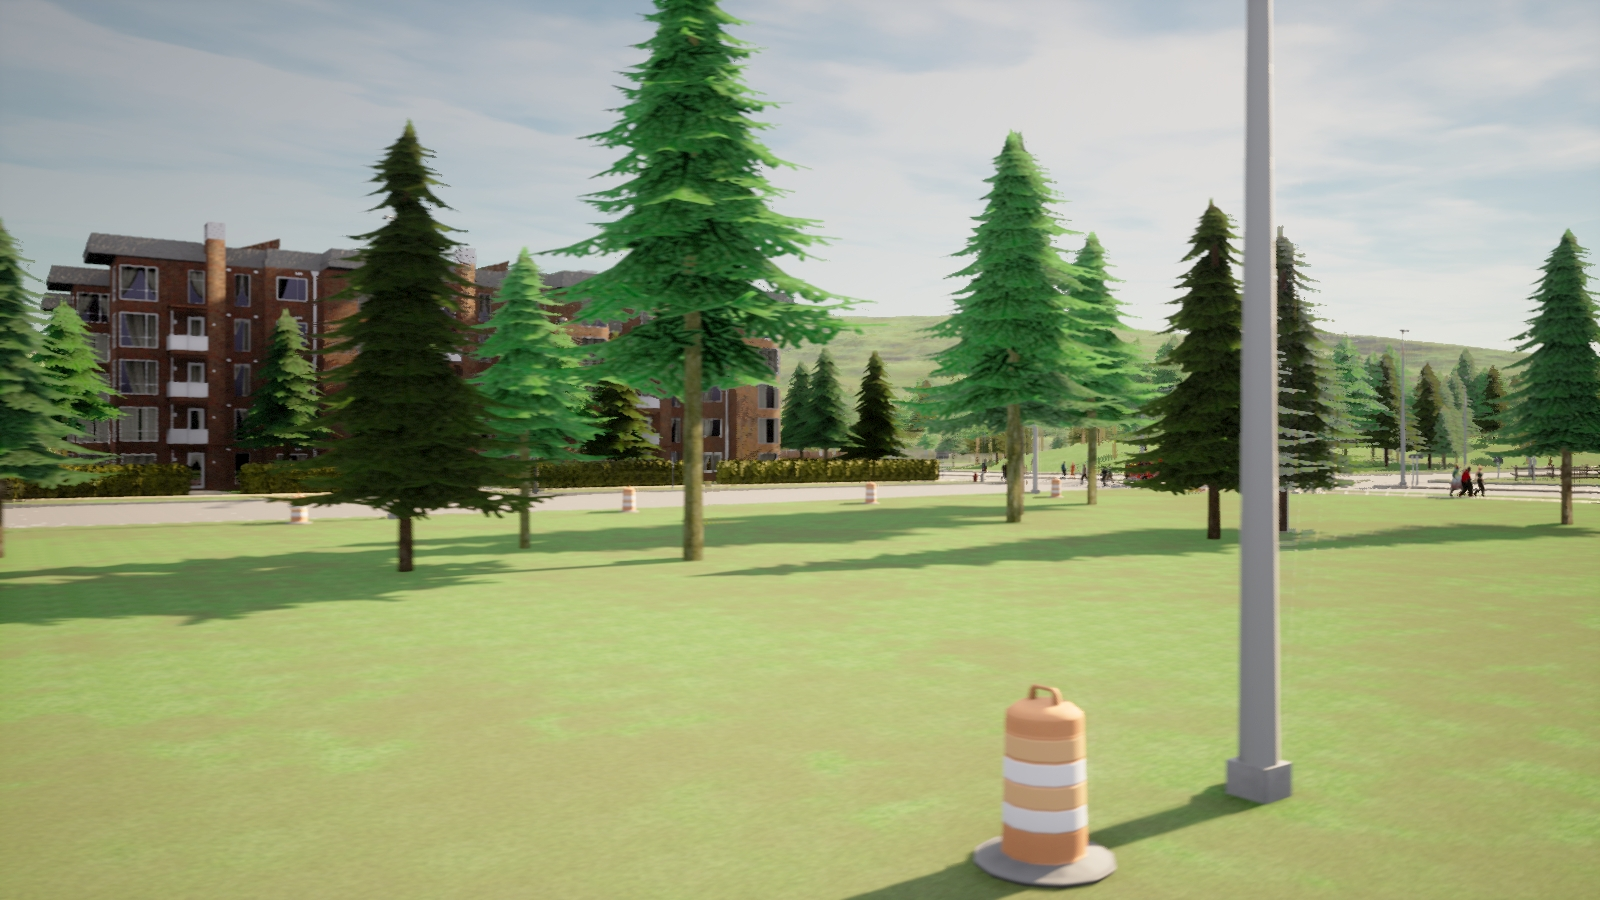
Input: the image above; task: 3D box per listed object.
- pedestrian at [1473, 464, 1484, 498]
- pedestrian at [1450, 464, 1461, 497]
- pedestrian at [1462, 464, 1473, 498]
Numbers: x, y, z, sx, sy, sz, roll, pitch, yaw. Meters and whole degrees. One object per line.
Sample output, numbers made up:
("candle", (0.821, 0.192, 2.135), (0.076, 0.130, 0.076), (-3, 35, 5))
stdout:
("pedestrian", (37.558, 1.696, 63.256), (0.375, 1.860, 0.375), (0, 0, -29))
("pedestrian", (36.947, 1.697, 64.373), (0.375, 1.860, 0.375), (0, 0, -28))
("pedestrian", (36.885, 1.696, 63.146), (0.375, 1.860, 0.375), (0, 0, -30))
